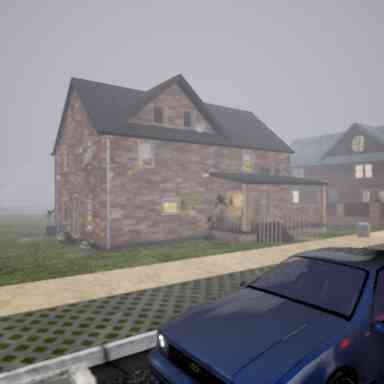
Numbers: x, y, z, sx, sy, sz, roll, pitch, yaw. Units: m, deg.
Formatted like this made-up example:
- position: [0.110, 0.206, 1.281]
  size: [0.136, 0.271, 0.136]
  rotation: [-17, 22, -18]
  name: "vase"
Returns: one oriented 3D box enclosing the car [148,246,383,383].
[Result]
- position: [2.130, 1.537, 4.585]
  size: [5.357, 1.411, 2.033]
  rotation: [0, 0, -35]
  name: "car"
